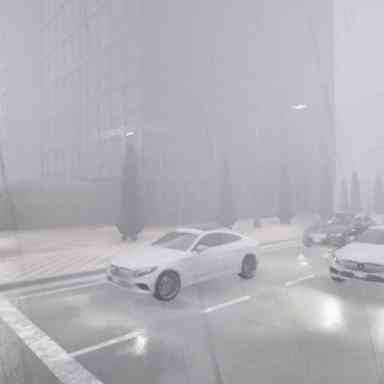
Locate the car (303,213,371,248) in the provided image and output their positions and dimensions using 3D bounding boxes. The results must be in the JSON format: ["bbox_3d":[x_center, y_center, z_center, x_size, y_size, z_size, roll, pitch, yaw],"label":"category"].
[{"bbox_3d":[6.877,1.711,15.155,4.902,1.511,2.128,1,-1,-42],"label":"car"}]

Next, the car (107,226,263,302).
[{"bbox_3d":[0.042,1.682,8.914,4.674,1.442,1.812,1,-1,-42],"label":"car"}]

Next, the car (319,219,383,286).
[{"bbox_3d":[5.591,1.653,9.248,4.674,1.442,1.812,1,-1,-42],"label":"car"}]
